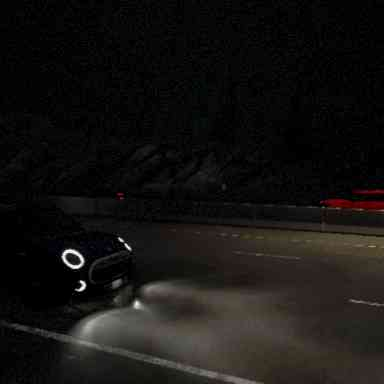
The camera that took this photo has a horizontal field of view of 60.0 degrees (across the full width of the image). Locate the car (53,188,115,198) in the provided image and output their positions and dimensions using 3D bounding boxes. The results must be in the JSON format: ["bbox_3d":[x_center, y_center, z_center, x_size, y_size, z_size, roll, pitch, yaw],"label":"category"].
[{"bbox_3d":[-9.705,0.574,28.658,5.357,1.411,2.033,2,2,22],"label":"car"}]

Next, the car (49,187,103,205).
[{"bbox_3d":[-11.580,0.345,33.171,5.008,1.535,1.882,2,2,22],"label":"car"}]

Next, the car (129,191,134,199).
[{"bbox_3d":[-9.291,0.240,39.794,4.902,1.511,2.128,2,2,22],"label":"car"}]

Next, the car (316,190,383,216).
[{"bbox_3d":[10.807,0.916,20.493,5.566,2.045,2.150,2,2,22],"label":"car"}]

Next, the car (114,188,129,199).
[{"bbox_3d":[-9.756,0.336,36.213,4.892,1.490,1.837,2,2,22],"label":"car"}]

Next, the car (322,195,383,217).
[{"bbox_3d":[13.264,1.085,27.053,4.892,1.490,1.837,2,2,22],"label":"car"}]

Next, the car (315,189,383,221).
[{"bbox_3d":[11.851,0.853,23.844,5.566,2.045,2.150,2,2,22],"label":"car"}]

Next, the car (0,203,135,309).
[{"bbox_3d":[-3.487,1.073,7.135,4.553,1.767,2.097,2,2,22],"label":"car"}]
